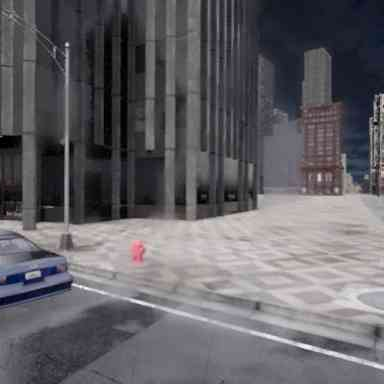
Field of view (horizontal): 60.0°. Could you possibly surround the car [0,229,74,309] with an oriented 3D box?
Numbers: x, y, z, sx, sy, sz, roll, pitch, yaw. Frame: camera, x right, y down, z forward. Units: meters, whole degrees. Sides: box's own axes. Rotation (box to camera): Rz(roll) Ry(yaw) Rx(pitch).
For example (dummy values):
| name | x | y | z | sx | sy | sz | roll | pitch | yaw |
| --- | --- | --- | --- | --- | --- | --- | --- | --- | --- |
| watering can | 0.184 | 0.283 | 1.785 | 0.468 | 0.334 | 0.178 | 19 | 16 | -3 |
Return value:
| name | x | y | z | sx | sy | sz | roll | pitch | yaw |
| --- | --- | --- | --- | --- | --- | --- | --- | --- | --- |
| car | -4.928 | 1.556 | 7.501 | 5.357 | 1.411 | 2.033 | 0 | 0 | 36 |
